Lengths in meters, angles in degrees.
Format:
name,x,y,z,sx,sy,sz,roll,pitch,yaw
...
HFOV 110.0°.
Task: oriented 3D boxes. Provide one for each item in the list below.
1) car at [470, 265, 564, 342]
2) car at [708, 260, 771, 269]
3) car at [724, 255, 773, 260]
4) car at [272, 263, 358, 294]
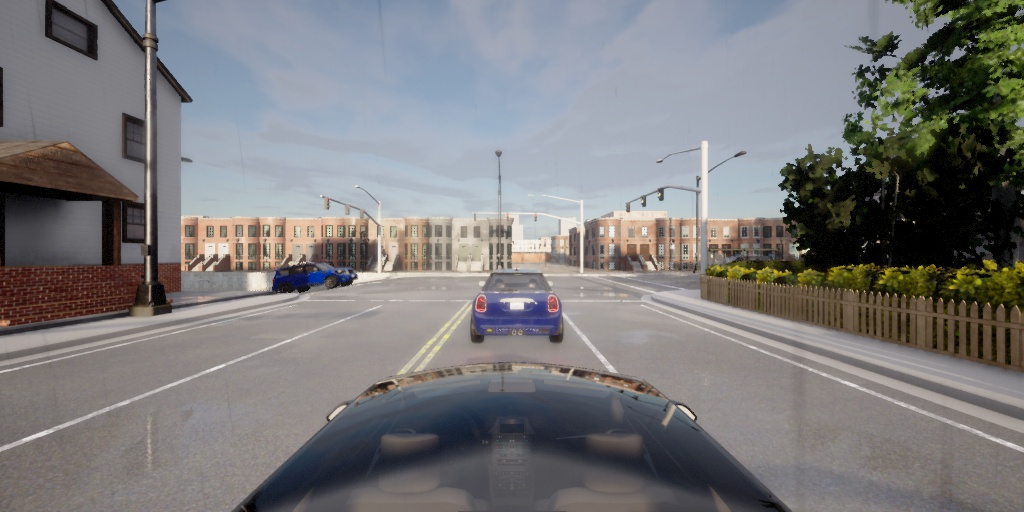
name,x,y,z,sx,sy,sz,roll,pitch,yaw
car,0.111,1.102,9.888,2.097,1.767,4.553,0,0,0
car,17.278,1.255,25.898,4.892,1.490,1.837,0,0,0
car,18.743,0.971,29.598,5.566,2.045,2.150,0,0,0
car,-14.100,1.500,25.638,5.566,2.045,2.150,-9,0,3
